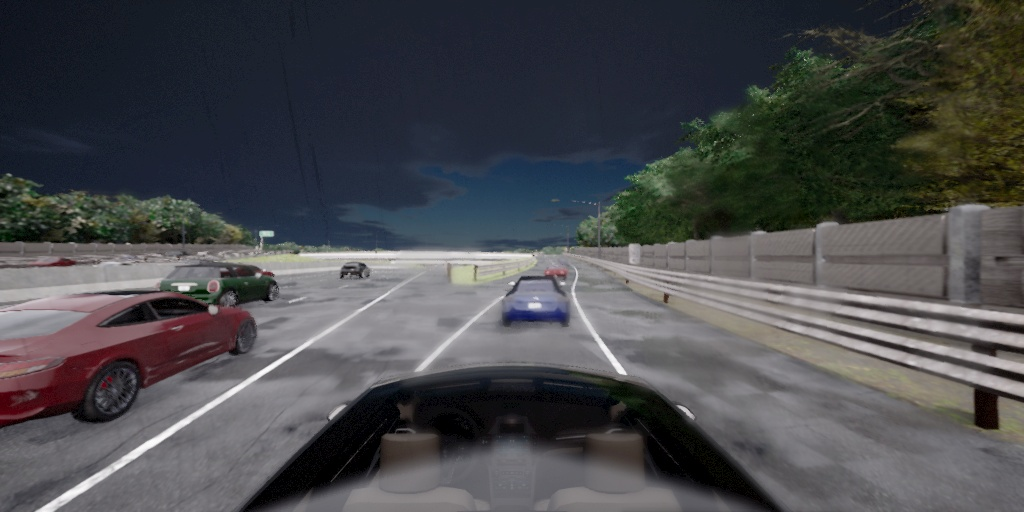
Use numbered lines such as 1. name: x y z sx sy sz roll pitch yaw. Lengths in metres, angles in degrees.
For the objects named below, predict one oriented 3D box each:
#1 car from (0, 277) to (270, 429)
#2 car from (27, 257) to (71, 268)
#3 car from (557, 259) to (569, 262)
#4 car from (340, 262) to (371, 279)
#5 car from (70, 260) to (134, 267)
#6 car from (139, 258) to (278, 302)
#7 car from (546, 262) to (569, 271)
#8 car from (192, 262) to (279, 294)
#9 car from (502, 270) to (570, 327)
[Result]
1. car: -5.869 1.241 5.430 1.812 1.442 4.674 0 0 -10
2. car: -51.037 0.881 39.886 1.882 1.535 5.008 1 0 -26
3. car: 8.529 1.140 59.772 2.033 1.411 5.357 0 1 7
4. car: -14.266 1.295 32.860 1.837 1.490 4.892 0 -1 -10
5. car: -35.625 1.242 31.949 1.812 1.442 4.674 0 -1 -10
6. car: -10.768 1.047 13.454 2.097 1.767 4.553 0 0 -10
7. car: 4.012 1.416 31.846 1.895 1.301 4.718 0 0 11
8. car: -15.623 1.176 20.659 1.882 1.535 5.008 0 0 -10
9. car: 0.818 1.325 11.688 1.994 1.385 4.181 0 0 5
